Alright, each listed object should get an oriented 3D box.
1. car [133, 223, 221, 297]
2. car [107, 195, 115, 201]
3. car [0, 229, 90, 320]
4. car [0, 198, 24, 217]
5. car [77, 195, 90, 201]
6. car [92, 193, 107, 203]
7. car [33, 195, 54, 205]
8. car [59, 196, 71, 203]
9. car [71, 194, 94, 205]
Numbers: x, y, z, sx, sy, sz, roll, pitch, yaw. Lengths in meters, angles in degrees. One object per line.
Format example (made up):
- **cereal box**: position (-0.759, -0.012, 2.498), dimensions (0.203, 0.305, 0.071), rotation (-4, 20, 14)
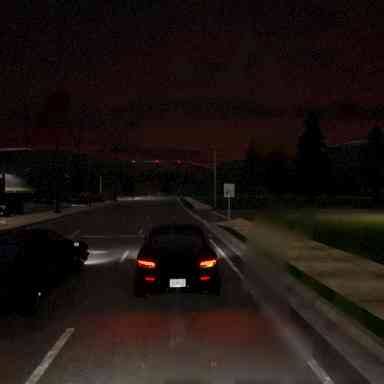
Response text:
- **car**: position (-0.387, 1.526, 8.477), dimensions (1.812, 1.442, 4.674), rotation (0, 0, -3)
- **car**: position (-20.749, 1.519, 84.014), dimensions (2.128, 1.511, 4.902), rotation (0, 0, -3)
- **car**: position (-3.837, 1.547, 7.403), dimensions (2.033, 1.411, 5.357), rotation (0, 0, -3)
- **car**: position (-17.410, 1.352, 30.805), dimensions (2.097, 1.767, 4.553), rotation (0, 0, -5)
- **car**: position (-27.845, 1.463, 85.622), dimensions (1.882, 1.535, 5.008), rotation (0, 0, -3)
- **car**: position (-19.965, 1.225, 69.367), dimensions (2.150, 2.045, 5.566), rotation (0, 0, -3)
- **car**: position (-26.490, 1.354, 59.418), dimensions (2.097, 1.767, 4.553), rotation (0, 0, -2)
- **car**: position (-27.057, 1.540, 70.897), dimensions (2.033, 1.411, 5.357), rotation (0, 0, -3)
- **car**: position (-19.494, 1.564, 59.403), dimensions (1.994, 1.385, 4.181), rotation (0, 0, -3)
